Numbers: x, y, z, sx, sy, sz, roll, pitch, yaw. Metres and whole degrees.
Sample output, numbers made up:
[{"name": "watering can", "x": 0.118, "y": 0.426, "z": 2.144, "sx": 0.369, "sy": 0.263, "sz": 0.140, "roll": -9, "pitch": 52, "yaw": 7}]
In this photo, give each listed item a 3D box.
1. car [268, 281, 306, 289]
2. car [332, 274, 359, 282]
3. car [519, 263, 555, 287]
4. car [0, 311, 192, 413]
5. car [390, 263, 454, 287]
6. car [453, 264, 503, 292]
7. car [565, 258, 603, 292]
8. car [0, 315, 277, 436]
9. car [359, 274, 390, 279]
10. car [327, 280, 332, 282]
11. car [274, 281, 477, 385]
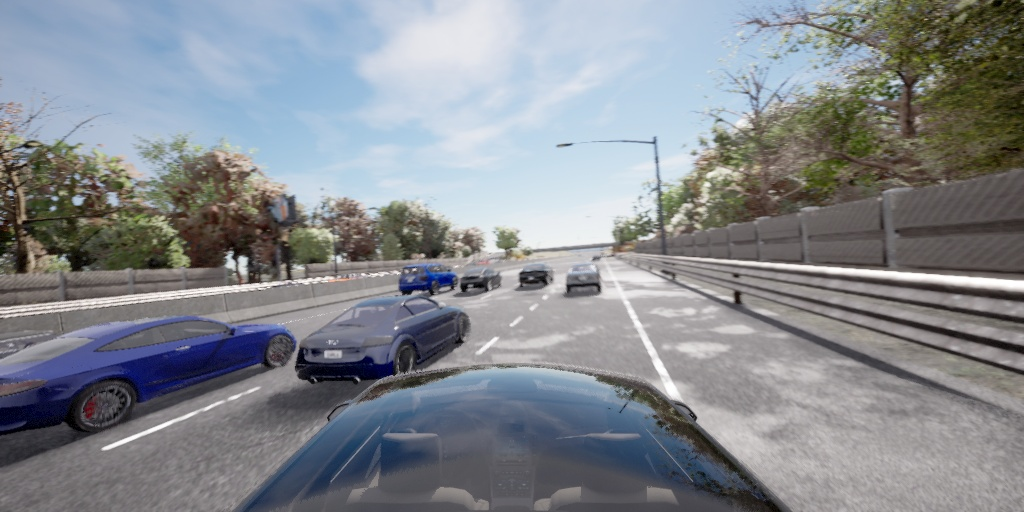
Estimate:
[{"name": "car", "x": -23.922, "y": 3.443, "z": 38.125, "sx": 1.994, "sy": 1.385, "sz": 4.181, "roll": -5, "pitch": 0, "yaw": 14}, {"name": "car", "x": -16.488, "y": 2.844, "z": 39.157, "sx": 2.033, "sy": 1.411, "sz": 5.357, "roll": -5, "pitch": 0, "yaw": 14}, {"name": "car", "x": 1.782, "y": 1.232, "z": 24.997, "sx": 1.882, "sy": 1.535, "sz": 5.008, "roll": -5, "pitch": 0, "yaw": 14}, {"name": "car", "x": -9.774, "y": 2.158, "z": 7.165, "sx": 1.895, "sy": 1.301, "sz": 4.718, "roll": -5, "pitch": 0, "yaw": 14}, {"name": "car", "x": -5.558, "y": 1.554, "z": 24.465, "sx": 2.150, "sy": 2.045, "sz": 5.566, "roll": -5, "pitch": 0, "yaw": 14}, {"name": "car", "x": -1.986, "y": 1.554, "z": 24.283, "sx": 1.837, "sy": 1.490, "sz": 4.892, "roll": -5, "pitch": 0, "yaw": 14}, {"name": "car", "x": 3.984, "y": 1.093, "z": 19.741, "sx": 2.033, "sy": 1.411, "sz": 5.357, "roll": -5, "pitch": 0, "yaw": 14}, {"name": "car", "x": -6.341, "y": 1.806, "z": 6.549, "sx": 1.812, "sy": 1.442, "sz": 4.674, "roll": -5, "pitch": 0, "yaw": 14}, {"name": "car", "x": -13.214, "y": 2.576, "z": 37.865, "sx": 2.033, "sy": 1.411, "sz": 5.357, "roll": -5, "pitch": 0, "yaw": 14}, {"name": "car", "x": -19.481, "y": 2.900, "z": 41.626, "sx": 2.097, "sy": 1.767, "sz": 4.553, "roll": -5, "pitch": 0, "yaw": 14}, {"name": "car", "x": -2.440, "y": 1.543, "z": 7.791, "sx": 1.994, "sy": 1.385, "sz": 4.181, "roll": -5, "pitch": 0, "yaw": 14}]
